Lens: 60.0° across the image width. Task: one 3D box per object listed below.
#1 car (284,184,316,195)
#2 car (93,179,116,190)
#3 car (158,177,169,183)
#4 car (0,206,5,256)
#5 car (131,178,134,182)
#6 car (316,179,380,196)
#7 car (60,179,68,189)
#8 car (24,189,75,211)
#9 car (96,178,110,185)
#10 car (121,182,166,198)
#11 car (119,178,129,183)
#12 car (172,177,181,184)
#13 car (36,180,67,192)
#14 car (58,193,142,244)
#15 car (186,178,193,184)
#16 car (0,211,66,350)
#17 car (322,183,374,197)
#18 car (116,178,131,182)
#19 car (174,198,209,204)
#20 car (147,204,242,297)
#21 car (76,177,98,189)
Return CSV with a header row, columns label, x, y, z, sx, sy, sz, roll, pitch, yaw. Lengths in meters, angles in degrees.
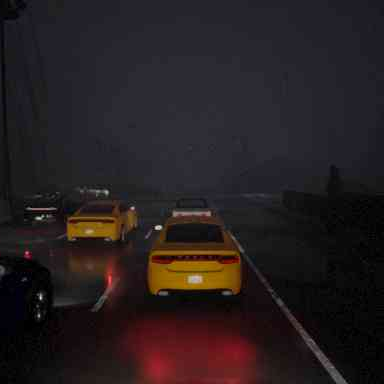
label,x,y,z,sx,sy,sz,roll,pitch,yaw
car,13.806,-0.305,41.408,4.718,1.301,1.895,0,3,2
car,-14.508,-1.069,55.348,1.895,1.301,4.718,0,3,0
car,-7.661,-2.821,86.054,2.128,1.511,4.902,0,3,0
car,-6.956,1.321,8.218,1.882,1.535,5.008,0,2,0
car,-14.640,-2.706,83.218,1.882,1.535,5.008,0,3,0
car,16.179,-0.290,34.150,5.566,2.045,2.150,0,3,2
car,-21.487,-1.197,53.089,2.097,1.767,4.553,0,3,0
car,-7.025,0.865,17.628,2.128,1.511,4.902,0,3,0
car,-21.623,-2.540,81.029,2.128,1.511,4.902,0,3,0
car,-5.523,-0.095,37.437,4.718,1.301,1.895,1,3,24
car,-18.183,-3.055,88.692,1.812,1.442,4.674,0,3,0
car,-4.162,-2.872,86.079,1.882,1.535,5.008,0,3,0
car,-17.916,-0.421,42.008,1.812,1.442,4.674,0,3,0
car,-3.495,1.061,13.718,1.882,1.535,5.008,0,3,0
car,-0.665,-2.835,86.568,2.128,1.511,4.902,0,3,0
car,-3.427,1.313,3.887,2.097,1.767,4.553,0,1,0
car,17.665,-0.217,37.783,4.902,1.511,2.128,0,3,2
car,-14.528,-1.909,68.974,1.837,1.490,4.892,0,3,0
car,-0.024,0.973,17.764,1.895,1.301,4.718,0,3,0
car,0.043,1.316,8.395,1.882,1.535,5.008,0,2,0
car,-18.010,-1.643,58.853,2.150,2.045,5.566,0,4,0
